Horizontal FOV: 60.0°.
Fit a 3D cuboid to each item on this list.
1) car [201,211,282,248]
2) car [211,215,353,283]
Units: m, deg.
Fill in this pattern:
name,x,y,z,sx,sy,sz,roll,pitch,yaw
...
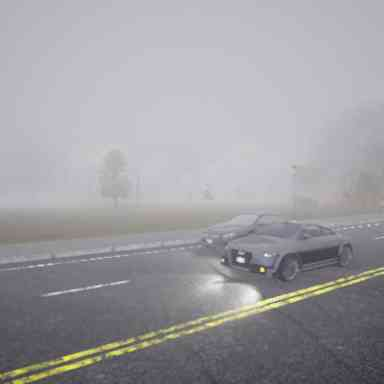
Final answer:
name,x,y,z,sx,sy,sz,roll,pitch,yaw
car,2.529,1.533,13.540,4.674,1.442,1.812,0,0,-36
car,2.876,1.567,9.778,4.181,1.385,1.994,0,0,-36
